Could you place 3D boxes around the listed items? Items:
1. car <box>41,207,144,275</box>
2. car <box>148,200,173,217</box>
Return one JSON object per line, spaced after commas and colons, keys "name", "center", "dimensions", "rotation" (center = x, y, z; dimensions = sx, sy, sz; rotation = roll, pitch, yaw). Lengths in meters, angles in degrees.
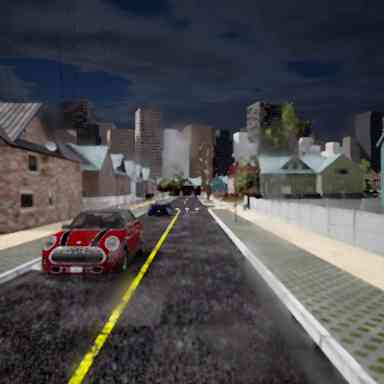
{"name": "car", "center": [-2.816, 1.310, 10.367], "dimensions": [2.097, 1.767, 4.553], "rotation": [0, 0, 0]}
{"name": "car", "center": [-2.760, 1.437, 30.005], "dimensions": [1.994, 1.385, 4.181], "rotation": [0, 0, 0]}
